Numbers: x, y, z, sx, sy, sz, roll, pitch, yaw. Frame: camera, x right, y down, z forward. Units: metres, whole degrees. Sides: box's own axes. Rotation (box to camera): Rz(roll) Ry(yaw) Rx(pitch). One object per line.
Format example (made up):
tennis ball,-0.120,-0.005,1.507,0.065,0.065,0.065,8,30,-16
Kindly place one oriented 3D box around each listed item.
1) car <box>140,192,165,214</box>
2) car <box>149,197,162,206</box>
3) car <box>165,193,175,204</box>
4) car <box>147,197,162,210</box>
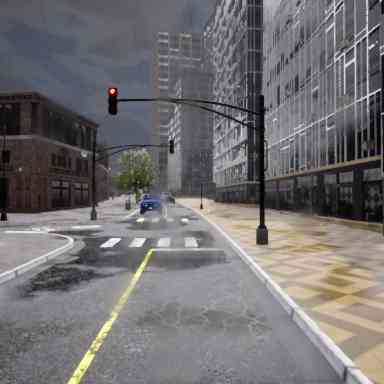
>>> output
car,-4.191,1.219,34.928,2.150,2.045,5.566,0,0,-4
car,-6.046,1.555,54.931,1.994,1.385,4.181,0,0,-6
car,-4.306,1.498,64.333,1.837,1.490,4.892,0,0,-8
car,-5.021,1.472,44.935,1.882,1.535,5.008,0,0,-6
